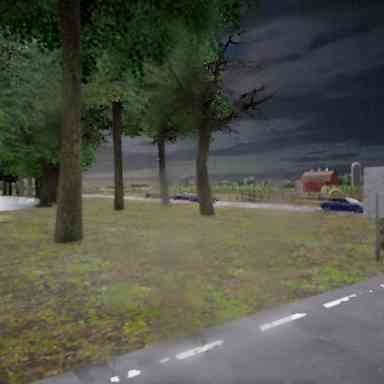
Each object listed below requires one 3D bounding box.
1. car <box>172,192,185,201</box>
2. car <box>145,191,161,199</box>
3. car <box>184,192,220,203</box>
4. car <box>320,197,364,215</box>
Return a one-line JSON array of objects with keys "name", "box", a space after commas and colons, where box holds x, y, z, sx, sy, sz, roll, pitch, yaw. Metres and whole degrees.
[{"name": "car", "box": [-1.627, 0.722, 56.968, 1.994, 1.385, 4.181, -1, 1, -35]}, {"name": "car", "box": [-7.542, 0.525, 65.066, 2.128, 1.511, 4.902, -1, 1, -36]}, {"name": "car", "box": [1.618, 0.884, 47.525, 2.033, 1.411, 5.357, -1, 2, -36]}, {"name": "car", "box": [14.043, 1.187, 30.290, 1.812, 1.442, 4.674, -1, 2, -36]}]
